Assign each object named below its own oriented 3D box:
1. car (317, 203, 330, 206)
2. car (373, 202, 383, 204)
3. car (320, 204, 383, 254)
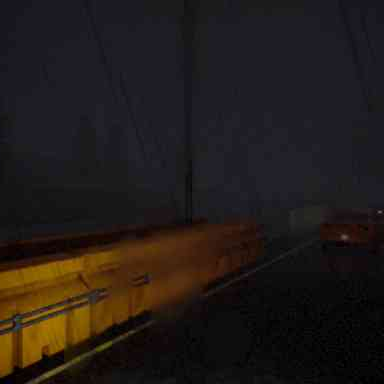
[{"bbox_3d":[17.892,1.474,43.859,1.895,1.301,4.718,0,0,33],"label":"car"},{"bbox_3d":[15.274,1.470,26.723,1.994,1.385,4.181,0,0,34],"label":"car"},{"bbox_3d":[6.636,1.435,13.580,1.882,1.535,5.008,0,-1,33],"label":"car"}]
